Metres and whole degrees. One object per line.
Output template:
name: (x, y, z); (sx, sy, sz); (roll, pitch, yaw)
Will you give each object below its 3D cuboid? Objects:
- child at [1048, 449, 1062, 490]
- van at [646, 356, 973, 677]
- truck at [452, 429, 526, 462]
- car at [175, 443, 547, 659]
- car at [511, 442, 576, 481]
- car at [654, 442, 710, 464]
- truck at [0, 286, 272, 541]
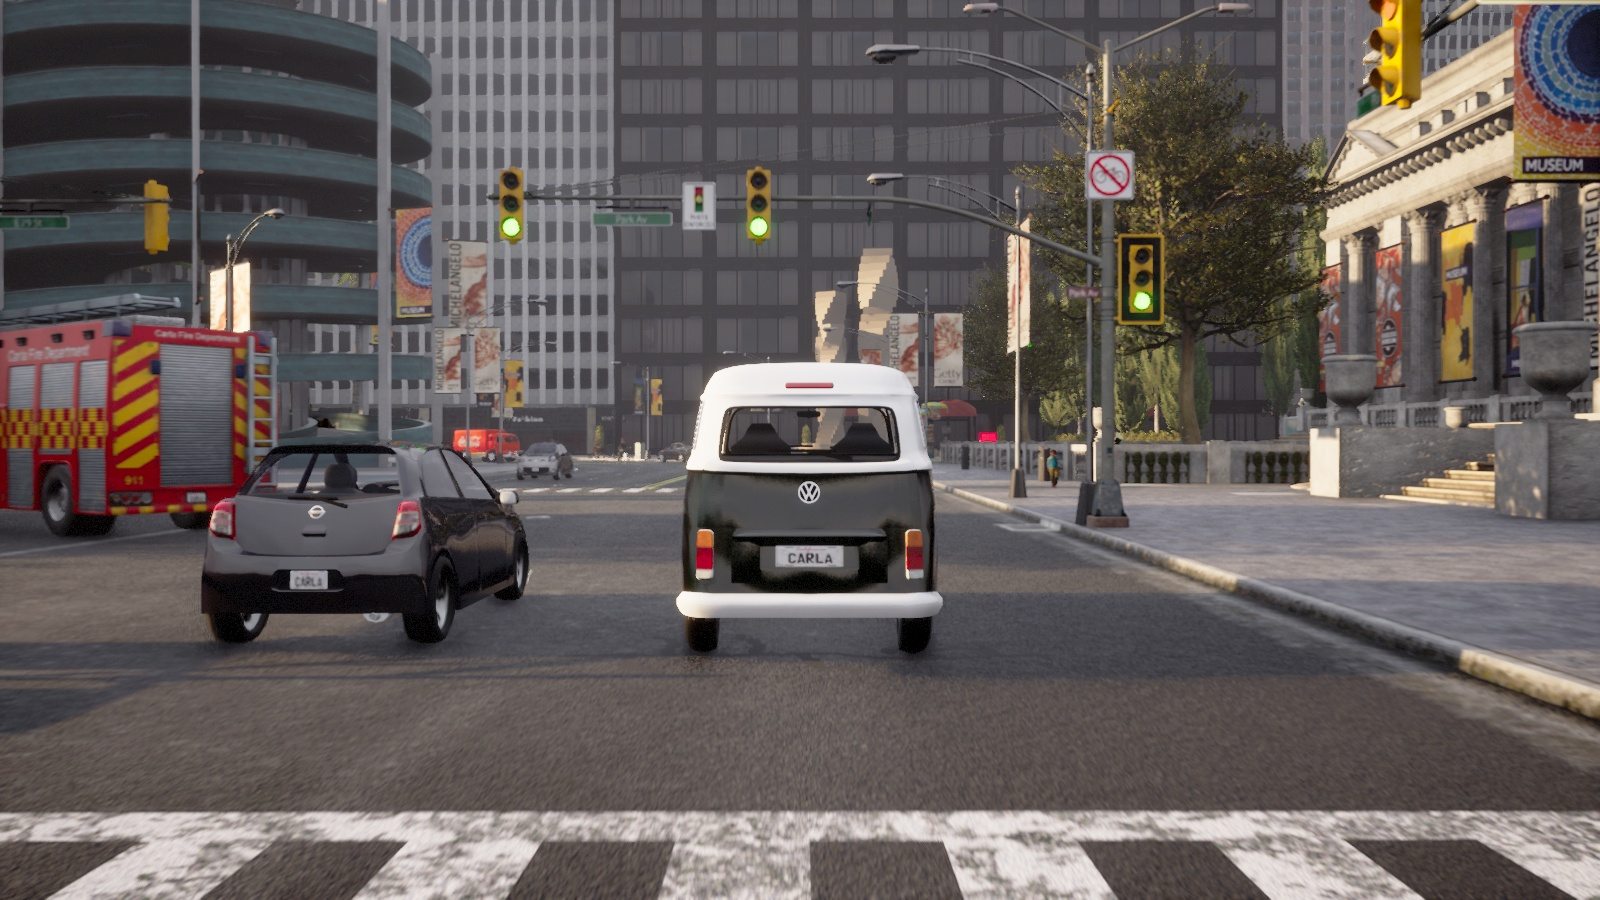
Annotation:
child: (7.413, 0.567, 36.523); (0.343, 1.192, 0.448); (0, 0, 1)
van: (0.073, 0.408, 10.201); (2.069, 2.038, 4.480); (0, 0, 0)
truck: (-23.669, -0.339, 95.569); (5.204, 2.467, 2.627); (0, 0, 32)
car: (-3.425, 0.693, 10.567); (1.845, 1.501, 3.633); (0, 0, 0)
car: (-10.204, 0.448, 50.191); (1.845, 1.501, 3.633); (0, 0, 0)
car: (-8.565, 0.193, 90.806); (1.837, 1.490, 4.892); (0, 0, -35)
truck: (-13.252, -0.566, 22.483); (8.468, 3.827, 2.891); (0, 0, 35)
